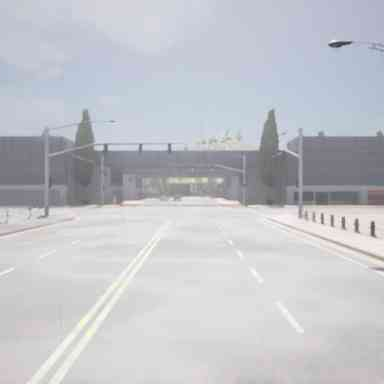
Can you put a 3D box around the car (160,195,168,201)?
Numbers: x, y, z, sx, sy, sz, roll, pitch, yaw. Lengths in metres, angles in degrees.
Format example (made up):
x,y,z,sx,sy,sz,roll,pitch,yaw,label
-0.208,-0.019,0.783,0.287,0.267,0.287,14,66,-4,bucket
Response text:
x,y,z,sx,sy,sz,roll,pitch,yaw,label
-7.460,1.590,88.835,1.812,1.442,4.674,0,0,0,car

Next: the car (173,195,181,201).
x,y,z,sx,sy,sz,roll,pitch,yaw,label
-3.960,1.566,88.812,1.837,1.490,4.892,0,0,0,car
